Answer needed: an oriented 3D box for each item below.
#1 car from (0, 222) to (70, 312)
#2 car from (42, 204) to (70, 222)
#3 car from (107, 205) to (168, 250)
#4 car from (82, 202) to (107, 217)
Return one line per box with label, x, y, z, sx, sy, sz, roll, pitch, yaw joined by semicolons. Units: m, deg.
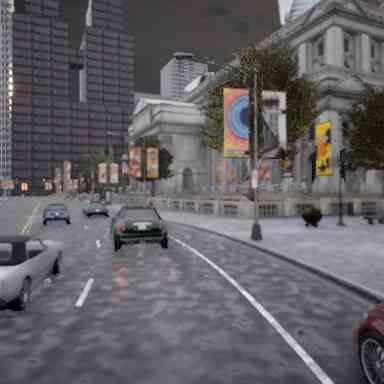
car;-4.297;1.624;7.561;1.895;1.301;4.718;0;0;-9
car;-10.327;1.597;25.334;2.033;1.411;5.357;0;0;-23
car;-2.461;1.358;14.613;2.097;1.767;4.553;0;0;-16
car;-9.224;1.602;31.530;1.994;1.385;4.181;0;0;-24
